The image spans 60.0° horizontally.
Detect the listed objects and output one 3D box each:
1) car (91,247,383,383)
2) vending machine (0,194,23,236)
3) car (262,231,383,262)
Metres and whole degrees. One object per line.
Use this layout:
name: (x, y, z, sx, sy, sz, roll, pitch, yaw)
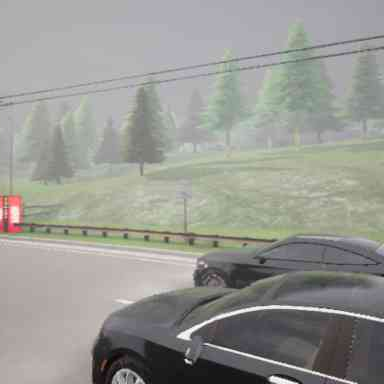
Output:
car: (1.167, 1.493, 2.906, 4.892, 1.490, 1.837, 0, 0, 35)
vending machine: (-9.710, 1.177, 17.591, 0.880, 2.100, 1.100, 0, 0, 24)
car: (2.230, 1.499, 6.383, 4.674, 1.442, 1.812, 0, 0, 34)
